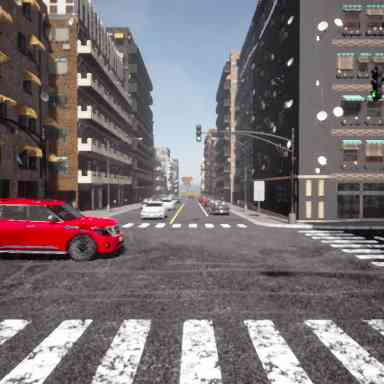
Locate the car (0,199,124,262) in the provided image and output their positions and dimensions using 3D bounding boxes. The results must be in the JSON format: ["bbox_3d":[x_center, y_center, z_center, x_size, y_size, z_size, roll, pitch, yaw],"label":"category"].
[{"bbox_3d":[-5.295,1.294,11.800,5.566,2.045,2.150,0,1,0],"label":"car"}]

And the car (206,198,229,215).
[{"bbox_3d":[2.759,1.558,33.372,2.008,1.369,4.403,-1,0,0],"label":"car"}]

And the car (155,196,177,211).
[{"bbox_3d":[-3.156,1.542,41.336,1.812,1.442,4.674,0,1,0],"label":"car"}]

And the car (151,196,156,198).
[{"bbox_3d":[-5.904,1.570,44.719,2.008,1.369,4.403,-1,0,0],"label":"car"}]

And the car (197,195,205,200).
[{"bbox_3d":[2.539,1.556,95.320,1.967,1.590,4.097,-1,0,0],"label":"car"}]

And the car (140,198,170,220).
[{"bbox_3d":[-3.152,1.530,28.379,1.812,1.442,4.674,0,0,1],"label":"car"}]

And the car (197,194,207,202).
[{"bbox_3d":[2.581,1.600,67.162,1.887,1.381,4.507,-1,0,0],"label":"car"}]

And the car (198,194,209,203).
[{"bbox_3d":[2.568,1.381,72.795,2.192,1.841,5.009,-1,0,0],"label":"car"}]

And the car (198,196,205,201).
[{"bbox_3d":[2.550,1.684,89.688,1.802,1.307,4.206,-1,0,0],"label":"car"}]

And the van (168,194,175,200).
[{"bbox_3d":[-5.810,1.457,95.412,1.690,1.788,3.998,-1,0,0],"label":"van"}]

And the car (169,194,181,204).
[{"bbox_3d":[-3.097,1.540,63.182,2.128,1.511,4.902,0,0,0],"label":"car"}]

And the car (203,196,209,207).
[{"bbox_3d":[2.743,1.563,38.903,2.008,1.369,4.403,-1,0,0],"label":"car"}]

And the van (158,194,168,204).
[{"bbox_3d":[-5.770,1.396,67.250,1.690,1.788,3.998,-1,0,0],"label":"van"}]

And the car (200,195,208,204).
[{"bbox_3d":[2.623,1.572,50.167,1.887,1.381,4.507,-1,0,0],"label":"car"}]
